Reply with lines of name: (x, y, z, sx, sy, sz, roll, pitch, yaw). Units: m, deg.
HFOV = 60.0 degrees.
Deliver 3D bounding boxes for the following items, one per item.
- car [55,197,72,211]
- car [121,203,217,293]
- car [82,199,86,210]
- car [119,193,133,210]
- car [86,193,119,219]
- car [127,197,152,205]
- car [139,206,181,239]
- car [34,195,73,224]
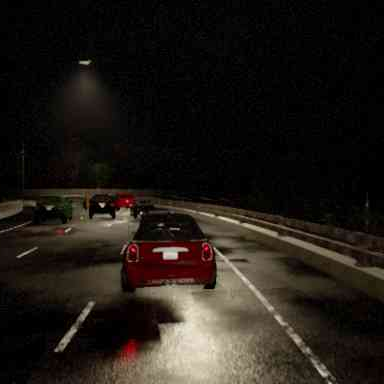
car: (-16.435, 1.480, 42.313, 1.837, 1.490, 4.892, 0, 0, -24)
car: (-0.692, 1.344, 9.102, 2.097, 1.767, 4.553, 0, 0, -6)
car: (-13.234, 1.446, 43.742, 1.882, 1.535, 5.008, 0, 0, -24)
car: (-8.692, 1.188, 42.099, 2.150, 2.045, 5.566, 0, 0, -22)
car: (-7.858, 1.200, 29.142, 2.150, 2.045, 5.566, 0, 0, -15)
car: (-4.408, 1.479, 29.605, 1.837, 1.490, 4.892, 0, 0, -16)
car: (-1.879, 1.546, 18.120, 1.994, 1.385, 4.181, 0, 0, -9)
car: (-10.332, 1.209, 25.074, 2.150, 2.045, 5.566, 0, 0, -14)
